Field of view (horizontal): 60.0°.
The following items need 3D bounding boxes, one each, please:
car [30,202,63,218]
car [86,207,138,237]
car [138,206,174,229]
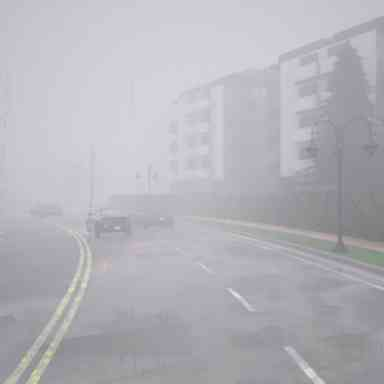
[{"bbox_3d":[-13.889,1.651,31.624,1.994,1.385,4.181,0,0,-40],"label":"car"},{"bbox_3d":[-4.626,1.575,18.302,1.812,1.442,4.674,0,0,-25],"label":"car"},{"bbox_3d":[-2.826,1.623,22.258,1.994,1.385,4.181,0,0,-28],"label":"car"}]
